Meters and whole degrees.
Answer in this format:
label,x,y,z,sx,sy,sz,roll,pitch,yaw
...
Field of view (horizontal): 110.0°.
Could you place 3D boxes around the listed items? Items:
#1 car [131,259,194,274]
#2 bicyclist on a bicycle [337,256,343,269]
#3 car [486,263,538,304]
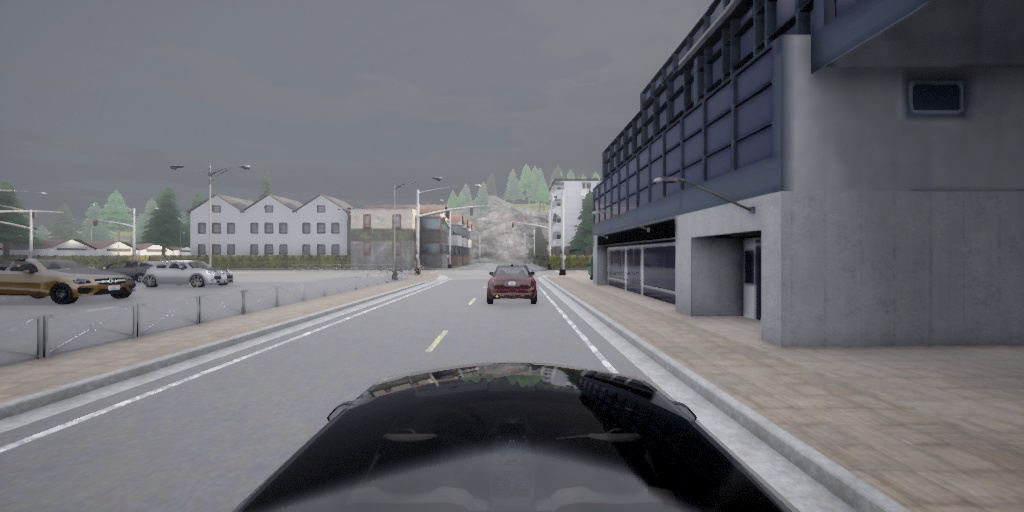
label,x,y,z,sx,sy,sz,roll,pitch,yaw
car,-41.540,1.067,42.703,4.902,1.511,2.128,0,0,0
bicyclist on a bicycle,-22.330,0.872,46.535,0.582,1.620,1.656,0,0,0
car,0.000,1.115,16.470,2.097,1.767,4.553,0,0,0
